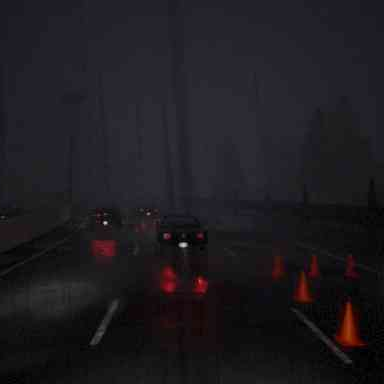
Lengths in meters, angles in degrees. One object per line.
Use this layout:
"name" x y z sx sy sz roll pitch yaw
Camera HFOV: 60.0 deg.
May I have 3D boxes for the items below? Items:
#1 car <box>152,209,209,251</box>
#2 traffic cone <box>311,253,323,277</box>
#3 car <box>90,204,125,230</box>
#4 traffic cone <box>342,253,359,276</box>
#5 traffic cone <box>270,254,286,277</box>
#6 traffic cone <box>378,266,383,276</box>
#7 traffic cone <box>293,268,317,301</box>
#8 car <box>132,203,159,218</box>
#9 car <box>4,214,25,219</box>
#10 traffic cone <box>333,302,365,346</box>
"car" -0.615 1.631 14.295 1.895 1.301 4.718 0 0 -8
"traffic cone" 3.335 1.974 9.066 0.340 0.580 0.340 0 0 -1
"car" -5.505 1.551 21.678 1.837 1.490 4.892 0 0 -12
"traffic cone" 4.335 1.973 9.078 0.340 0.580 0.340 0 0 -1
"traffic cone" 2.335 1.974 9.054 0.340 0.580 0.340 0 0 -1
"traffic cone" 5.335 1.973 9.090 0.340 0.580 0.340 0 0 -1
"traffic cone" 2.359 1.970 7.054 0.340 0.580 0.340 0 0 -1
"car" -4.509 1.668 31.662 1.895 1.301 4.718 0 0 -17
"car" -13.874 1.622 25.502 1.994 1.385 4.181 0 0 -16
"traffic cone" 2.383 1.965 5.054 0.340 0.580 0.340 0 0 -1
